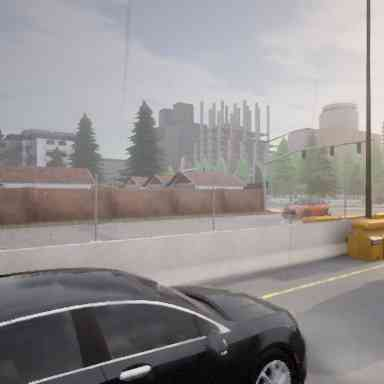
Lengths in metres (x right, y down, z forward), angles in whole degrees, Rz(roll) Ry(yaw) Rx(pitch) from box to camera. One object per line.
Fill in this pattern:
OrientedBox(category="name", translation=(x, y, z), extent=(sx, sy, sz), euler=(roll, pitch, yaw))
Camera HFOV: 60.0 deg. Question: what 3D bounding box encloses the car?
OrientedBox(category="car", translation=(-0.948, 1.505, 3.069), extent=(4.892, 1.490, 1.837), euler=(0, 0, -36))
